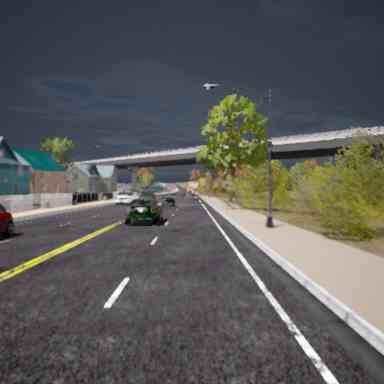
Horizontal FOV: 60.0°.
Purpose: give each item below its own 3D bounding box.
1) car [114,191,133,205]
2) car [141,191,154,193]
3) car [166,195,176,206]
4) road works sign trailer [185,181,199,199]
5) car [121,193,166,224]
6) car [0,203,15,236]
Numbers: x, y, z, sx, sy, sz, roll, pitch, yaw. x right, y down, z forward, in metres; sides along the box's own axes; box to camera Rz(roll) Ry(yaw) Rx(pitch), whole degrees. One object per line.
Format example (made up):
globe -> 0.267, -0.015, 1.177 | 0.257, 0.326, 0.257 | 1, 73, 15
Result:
car -> -9.878, 0.864, 49.234 | 2.150, 2.045, 5.566 | 0, 1, 0
car -> -6.630, 0.852, 49.393 | 2.150, 2.045, 5.566 | 0, 1, 0
car -> -3.221, 1.140, 45.633 | 2.128, 1.511, 4.902 | 0, 1, 0
road works sign trailer -> 0.184, -0.341, 68.799 | 2.380, 3.560, 2.880 | 6, -3, 0
car -> -3.222, 1.169, 23.081 | 2.097, 1.767, 4.553 | 0, 0, 0
car -> -9.827, 1.260, 14.516 | 2.097, 1.767, 4.553 | 0, 0, 0
